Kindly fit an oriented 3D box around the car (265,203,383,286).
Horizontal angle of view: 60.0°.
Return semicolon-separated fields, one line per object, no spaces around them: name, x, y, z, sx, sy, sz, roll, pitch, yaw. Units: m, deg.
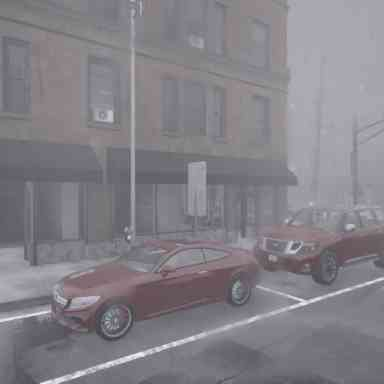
car;4.038;1.315;9.639;5.009;1.841;2.192;0;0;-35

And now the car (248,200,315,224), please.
car;6.844;1.487;25.904;1.882;1.535;5.008;0;0;-35

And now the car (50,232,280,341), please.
car;-0.461;1.582;6.435;4.206;1.307;1.802;0;0;-35
